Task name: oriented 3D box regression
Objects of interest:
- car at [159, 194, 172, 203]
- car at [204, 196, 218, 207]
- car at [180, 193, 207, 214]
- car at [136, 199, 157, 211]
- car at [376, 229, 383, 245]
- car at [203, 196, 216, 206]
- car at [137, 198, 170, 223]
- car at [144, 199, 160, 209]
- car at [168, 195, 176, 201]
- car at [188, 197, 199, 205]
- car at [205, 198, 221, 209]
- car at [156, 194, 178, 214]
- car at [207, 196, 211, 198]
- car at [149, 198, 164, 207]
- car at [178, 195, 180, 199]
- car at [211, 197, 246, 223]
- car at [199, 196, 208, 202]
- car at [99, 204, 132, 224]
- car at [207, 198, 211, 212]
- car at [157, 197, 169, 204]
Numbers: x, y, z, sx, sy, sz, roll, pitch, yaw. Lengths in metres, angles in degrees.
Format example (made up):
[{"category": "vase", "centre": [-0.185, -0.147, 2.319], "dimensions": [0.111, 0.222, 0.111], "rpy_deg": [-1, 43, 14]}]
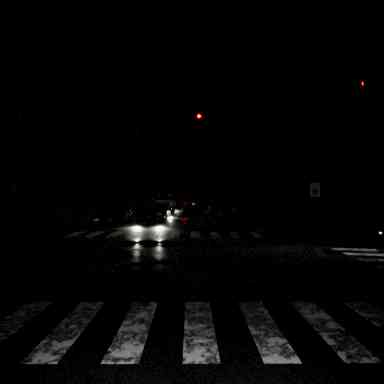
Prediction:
[{"category": "car", "centre": [-5.497, 1.375, 68.873], "dimensions": [2.192, 1.841, 5.009], "rpy_deg": [0, 0, 0]}, {"category": "car", "centre": [2.964, 1.481, 52.475], "dimensions": [1.967, 1.590, 4.097], "rpy_deg": [0, 0, 0]}, {"category": "car", "centre": [0.207, 1.243, 35.138], "dimensions": [2.150, 2.045, 5.566], "rpy_deg": [0, 0, 1]}, {"category": "car", "centre": [-5.604, 1.579, 41.587], "dimensions": [2.008, 1.369, 4.403], "rpy_deg": [0, 0, 0]}, {"category": "car", "centre": [10.064, 1.832, 13.277], "dimensions": [4.718, 1.301, 1.895], "rpy_deg": [1, 0, 0]}, {"category": "car", "centre": [2.985, 1.487, 57.931], "dimensions": [1.967, 1.590, 4.097], "rpy_deg": [0, 0, 0]}, {"category": "car", "centre": [-3.004, 1.489, 25.620], "dimensions": [1.882, 1.535, 5.008], "rpy_deg": [0, 0, 0]}, {"category": "car", "centre": [-5.583, 1.616, 47.044], "dimensions": [1.802, 1.307, 4.206], "rpy_deg": [0, 0, 0]}, {"category": "car", "centre": [-5.412, 1.533, 90.701], "dimensions": [1.967, 1.590, 4.097], "rpy_deg": [0, 0, 0]}, {"category": "car", "centre": [0.343, 1.617, 62.668], "dimensions": [1.994, 1.385, 4.181], "rpy_deg": [0, 0, 0]}, {"category": "car", "centre": [2.942, 1.585, 47.018], "dimensions": [2.008, 1.369, 4.403], "rpy_deg": [0, 0, 0]}, {"category": "car", "centre": [-2.963, 1.243, 35.687], "dimensions": [2.150, 2.045, 5.566], "rpy_deg": [0, 0, 0]}, {"category": "car", "centre": [2.921, 1.579, 41.561], "dimensions": [2.008, 1.369, 4.403], "rpy_deg": [0, 0, 0]}, {"category": "car", "centre": [-5.561, 1.623, 52.501], "dimensions": [1.802, 1.307, 4.206], "rpy_deg": [0, 0, 0]}, {"category": "car", "centre": [-2.913, 1.525, 46.131], "dimensions": [2.128, 1.511, 4.902], "rpy_deg": [0, 0, 0]}, {"category": "car", "centre": [2.857, 1.326, 25.193], "dimensions": [2.192, 1.841, 5.009], "rpy_deg": [0, 0, 0]}, {"category": "car", "centre": [2.647, 1.573, 75.849], "dimensions": [1.837, 1.490, 4.892], "rpy_deg": [0, 0, 0]}, {"category": "car", "centre": [-5.668, 1.576, 25.217], "dimensions": [1.947, 1.339, 4.313], "rpy_deg": [0, 0, 0]}, {"category": "car", "centre": [2.900, 1.588, 36.105], "dimensions": [1.947, 1.339, 4.313], "rpy_deg": [0, 0, 0]}, {"category": "car", "centre": [-5.519, 1.635, 63.416], "dimensions": [1.802, 1.307, 4.206], "rpy_deg": [0, 0, 0]}]
